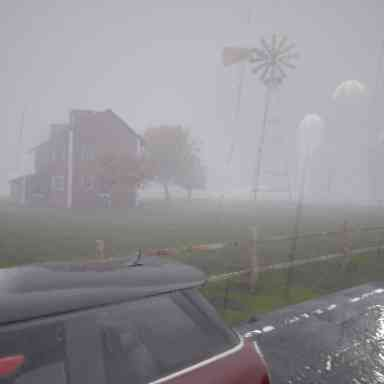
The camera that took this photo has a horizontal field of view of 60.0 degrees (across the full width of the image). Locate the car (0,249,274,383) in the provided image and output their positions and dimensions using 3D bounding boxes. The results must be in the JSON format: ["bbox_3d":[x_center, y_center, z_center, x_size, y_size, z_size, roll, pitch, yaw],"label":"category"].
[{"bbox_3d":[-1.610,1.350,1.951,4.553,1.767,2.097,0,0,-34],"label":"car"}]
